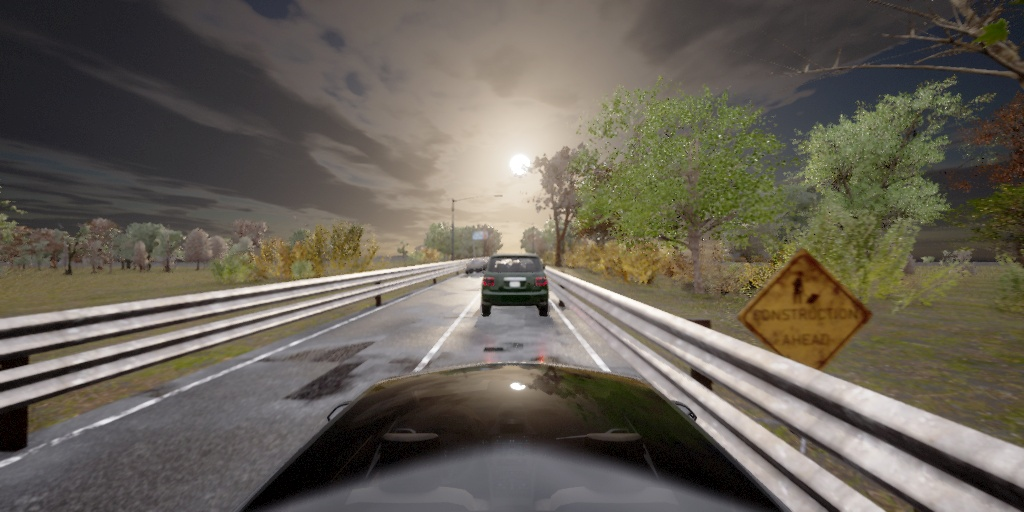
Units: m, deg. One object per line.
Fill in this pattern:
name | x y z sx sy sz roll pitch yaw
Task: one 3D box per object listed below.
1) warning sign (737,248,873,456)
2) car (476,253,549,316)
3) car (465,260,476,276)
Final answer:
warning sign | 2.850 0.856 3.482 1.300 1.860 1.060 0 0 0
car | 0.091 0.906 13.224 2.150 2.045 5.566 0 0 0
car | -3.348 1.106 34.770 2.033 1.411 5.357 0 0 0
